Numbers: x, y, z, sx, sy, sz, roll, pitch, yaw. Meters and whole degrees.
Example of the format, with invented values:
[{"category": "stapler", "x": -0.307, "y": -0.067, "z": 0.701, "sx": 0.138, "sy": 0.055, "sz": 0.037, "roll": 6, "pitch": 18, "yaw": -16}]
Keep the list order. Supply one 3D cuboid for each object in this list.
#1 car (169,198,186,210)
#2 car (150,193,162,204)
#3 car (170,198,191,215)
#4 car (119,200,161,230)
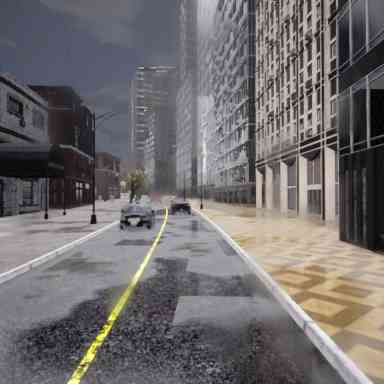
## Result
[{"category": "car", "x": -1.957, "y": 1.531, "z": 44.392, "sx": 2.033, "sy": 1.411, "sz": 5.357, "roll": 0, "pitch": 0, "yaw": -5}, {"category": "car", "x": -6.972, "y": 1.269, "z": 64.248, "sx": 2.150, "sy": 2.045, "sz": 5.566, "roll": 0, "pitch": 0, "yaw": -7}, {"category": "car", "x": -1.134, "y": 1.483, "z": 33.971, "sx": 2.128, "sy": 1.511, "sz": 4.902, "roll": 0, "pitch": 0, "yaw": -4}, {"category": "car", "x": -3.350, "y": 1.488, "z": 21.027, "sx": 2.128, "sy": 1.511, "sz": 4.902, "roll": 0, "pitch": 0, "yaw": -3}]
